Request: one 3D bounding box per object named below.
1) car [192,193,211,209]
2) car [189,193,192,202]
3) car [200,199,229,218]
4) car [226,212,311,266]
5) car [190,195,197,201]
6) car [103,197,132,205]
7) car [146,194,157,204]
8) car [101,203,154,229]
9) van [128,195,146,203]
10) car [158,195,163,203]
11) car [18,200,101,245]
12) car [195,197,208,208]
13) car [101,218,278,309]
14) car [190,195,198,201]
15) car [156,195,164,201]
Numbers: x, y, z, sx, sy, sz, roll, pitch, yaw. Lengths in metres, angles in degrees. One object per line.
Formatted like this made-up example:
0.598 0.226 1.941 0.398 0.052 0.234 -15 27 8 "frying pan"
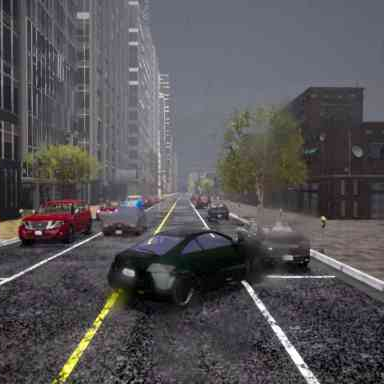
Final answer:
1.522 1.301 44.383 2.192 1.841 5.009 -1 0 -2 "car"
0.782 1.291 72.046 2.192 1.841 5.009 -1 0 -2 "car"
2.001 1.543 27.051 2.008 1.369 4.403 -1 0 -2 "car"
2.543 1.548 11.192 2.008 1.369 4.403 -1 0 -2 "car"
0.342 1.551 88.643 1.802 1.307 4.206 -1 0 -2 "car"
-6.402 1.432 26.843 1.967 1.590 4.097 -1 0 -2 "car"
-7.003 1.299 49.701 2.192 1.841 5.009 -1 0 -2 "car"
-3.562 1.542 18.611 2.033 1.411 5.357 0 0 -1 "car"
-6.707 1.329 38.636 1.690 1.788 3.998 -1 0 -2 "van"
-7.444 1.522 66.300 1.887 1.381 4.507 -1 0 -2 "car"
-6.198 1.310 15.775 2.192 1.841 5.009 -1 0 -2 "car"
1.373 1.509 50.086 1.752 1.417 4.829 -1 0 -2 "car"
0.095 1.557 8.032 1.994 1.385 4.181 0 -1 42 "car"
0.490 1.537 83.111 1.947 1.339 4.313 -1 0 -2 "car"
-7.884 1.497 82.729 1.752 1.417 4.829 -1 0 -2 "car"
